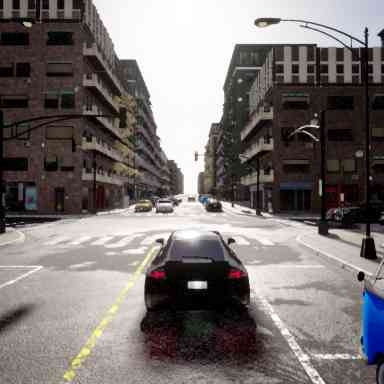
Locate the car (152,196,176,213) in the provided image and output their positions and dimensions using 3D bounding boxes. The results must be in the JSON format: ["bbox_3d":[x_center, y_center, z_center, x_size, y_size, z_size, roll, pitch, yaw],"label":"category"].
[{"bbox_3d":[-3.070,1.539,37.392,1.812,1.442,4.674,0,0,-2],"label":"car"}]

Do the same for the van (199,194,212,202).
[{"bbox_3d":[2.634,1.362,56.990,1.690,1.788,3.998,1,0,0],"label":"van"}]

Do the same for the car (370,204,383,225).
[{"bbox_3d":[13.513,1.583,19.880,4.313,1.339,1.947,0,-1,1],"label":"car"}]

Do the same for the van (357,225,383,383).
[{"bbox_3d":[2.671,1.342,2.116,1.690,1.788,3.998,1,0,0],"label":"van"}]

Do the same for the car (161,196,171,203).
[{"bbox_3d":[-5.771,1.574,73.907,1.887,1.381,4.507,1,0,0],"label":"car"}]

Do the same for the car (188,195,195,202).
[{"bbox_3d":[-0.103,1.559,80.594,2.128,1.511,4.902,0,0,0],"label":"car"}]

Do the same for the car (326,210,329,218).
[{"bbox_3d":[13.606,1.608,28.261,4.097,1.590,1.967,0,-1,1],"label":"car"}]

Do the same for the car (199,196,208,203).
[{"bbox_3d":[2.608,1.612,73.918,1.802,1.307,4.206,1,0,0],"label":"car"}]

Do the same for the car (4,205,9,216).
[{"bbox_3d":[-16.961,1.444,25.952,4.902,1.511,2.128,0,-1,1],"label":"car"}]

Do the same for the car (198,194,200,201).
[{"bbox_3d":[2.616,1.552,68.445,1.752,1.417,4.829,1,0,0],"label":"car"}]

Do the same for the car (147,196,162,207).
[{"bbox_3d":[-5.741,1.459,51.337,1.967,1.590,4.097,1,0,0],"label":"car"}]

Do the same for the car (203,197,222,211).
[{"bbox_3d":[2.652,1.580,40.062,1.947,1.339,4.313,1,0,0],"label":"car"}]

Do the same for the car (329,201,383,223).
[{"bbox_3d":[13.501,1.473,25.672,4.553,1.767,2.097,0,-1,1],"label":"car"}]

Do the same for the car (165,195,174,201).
[{"bbox_3d":[-5.786,1.587,85.192,2.008,1.369,4.403,1,0,0],"label":"car"}]

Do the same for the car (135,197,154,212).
[{"bbox_3d":[-5.727,1.539,39.881,1.752,1.417,4.829,1,0,0],"label":"car"}]

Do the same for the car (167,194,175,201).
[{"bbox_3d":[-5.791,1.480,90.836,1.967,1.590,4.097,1,0,0],"label":"car"}]

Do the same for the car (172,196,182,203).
[{"bbox_3d":[-3.088,1.591,69.355,1.994,1.385,4.181,0,0,0],"label":"car"}]

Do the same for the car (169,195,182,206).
[{"bbox_3d":[-3.160,1.621,54.624,1.895,1.301,4.718,0,0,0],"label":"car"}]

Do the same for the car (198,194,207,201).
[{"bbox_3d":[2.598,1.351,85.203,2.192,1.841,5.009,1,0,0],"label":"car"}]

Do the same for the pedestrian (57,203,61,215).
[{"bbox_3d":[-12.579,1.597,31.478,0.500,1.100,0.500,0,-1,1],"label":"pedestrian"}]

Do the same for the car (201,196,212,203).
[{"bbox_3d":[2.645,1.567,45.705,2.008,1.369,4.403,1,0,0],"label":"car"}]

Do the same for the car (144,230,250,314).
[{"bbox_3d":[0.091,1.566,7.719,1.994,1.385,4.181,0,0,0],"label":"car"}]
